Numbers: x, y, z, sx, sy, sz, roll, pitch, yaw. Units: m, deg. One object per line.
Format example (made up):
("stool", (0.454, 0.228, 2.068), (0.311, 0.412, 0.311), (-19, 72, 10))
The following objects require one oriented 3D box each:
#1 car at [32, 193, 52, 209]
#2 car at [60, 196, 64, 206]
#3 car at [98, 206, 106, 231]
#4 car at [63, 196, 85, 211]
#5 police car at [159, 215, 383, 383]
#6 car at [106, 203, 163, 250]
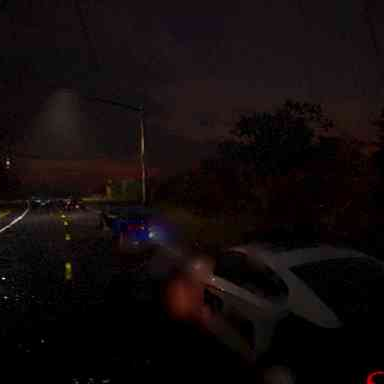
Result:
("car", (-20.698, 1.165, 45.967), (2.150, 2.045, 5.566), (-1, 1, -25))
("car", (-19.321, 1.346, 51.475), (2.128, 1.511, 4.902), (-2, 1, -26))
("car", (-4.430, 1.403, 19.657), (1.812, 1.442, 4.674), (-2, 1, -21))
("car", (-13.935, 1.374, 39.747), (1.837, 1.490, 4.892), (-1, 1, -24))
("police car", (1.172, 1.343, 4.692), (1.930, 1.638, 5.238), (-1, 1, -20))
("car", (-2.258, 1.372, 14.027), (1.882, 1.535, 5.008), (-1, 1, -21))
